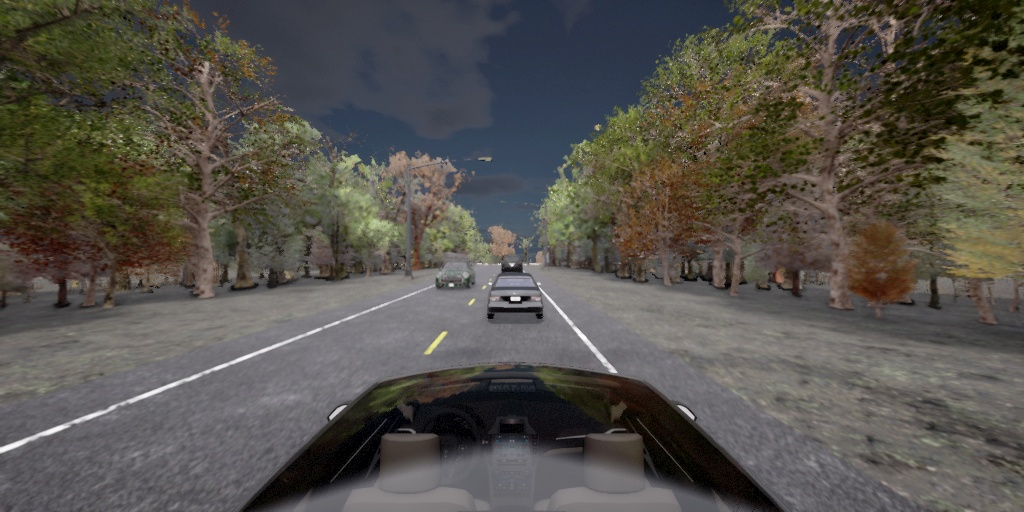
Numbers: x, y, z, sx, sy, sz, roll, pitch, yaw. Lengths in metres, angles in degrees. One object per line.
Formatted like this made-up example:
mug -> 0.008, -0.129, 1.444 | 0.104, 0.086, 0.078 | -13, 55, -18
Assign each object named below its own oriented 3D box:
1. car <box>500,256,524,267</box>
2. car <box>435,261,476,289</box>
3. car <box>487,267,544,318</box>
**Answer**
car -> -0.005, 0.990, 36.683 | 2.150, 2.045, 5.566 | 0, 0, 0
car -> -3.539, 1.114, 23.113 | 2.097, 1.767, 4.553 | 0, 0, 0
car -> 0.096, 1.303, 13.020 | 2.033, 1.411, 5.357 | 0, 0, 0
